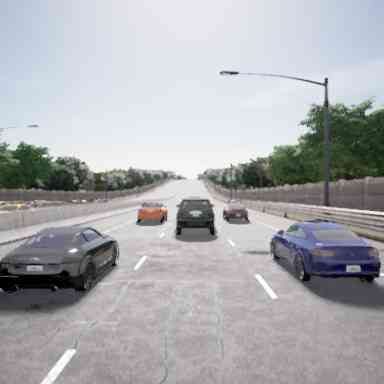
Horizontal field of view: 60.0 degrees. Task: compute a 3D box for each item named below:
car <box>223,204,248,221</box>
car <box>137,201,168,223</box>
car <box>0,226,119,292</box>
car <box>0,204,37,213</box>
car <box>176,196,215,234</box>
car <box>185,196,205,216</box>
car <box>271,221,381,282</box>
[{"bbox_3d":[3.756,1.740,29.001,1.812,1.442,4.674,0,-1,0],"label":"car"},{"bbox_3d":[-3.249,1.566,28.111,2.097,1.767,4.553,0,-1,0],"label":"car"},{"bbox_3d":[-3.350,1.623,9.133,1.994,1.385,4.181,0,0,0],"label":"car"},{"bbox_3d":[-13.861,1.703,25.857,1.882,1.535,5.008,0,-1,0],"label":"car"},{"bbox_3d":[0.210,1.365,20.357,2.150,2.045,5.566,0,-1,0],"label":"car"},{"bbox_3d":[0.307,1.530,38.305,2.150,2.045,5.566,0,0,0],"label":"car"},{"bbox_3d":[3.654,1.583,9.804,1.812,1.442,4.674,0,0,0],"label":"car"}]
